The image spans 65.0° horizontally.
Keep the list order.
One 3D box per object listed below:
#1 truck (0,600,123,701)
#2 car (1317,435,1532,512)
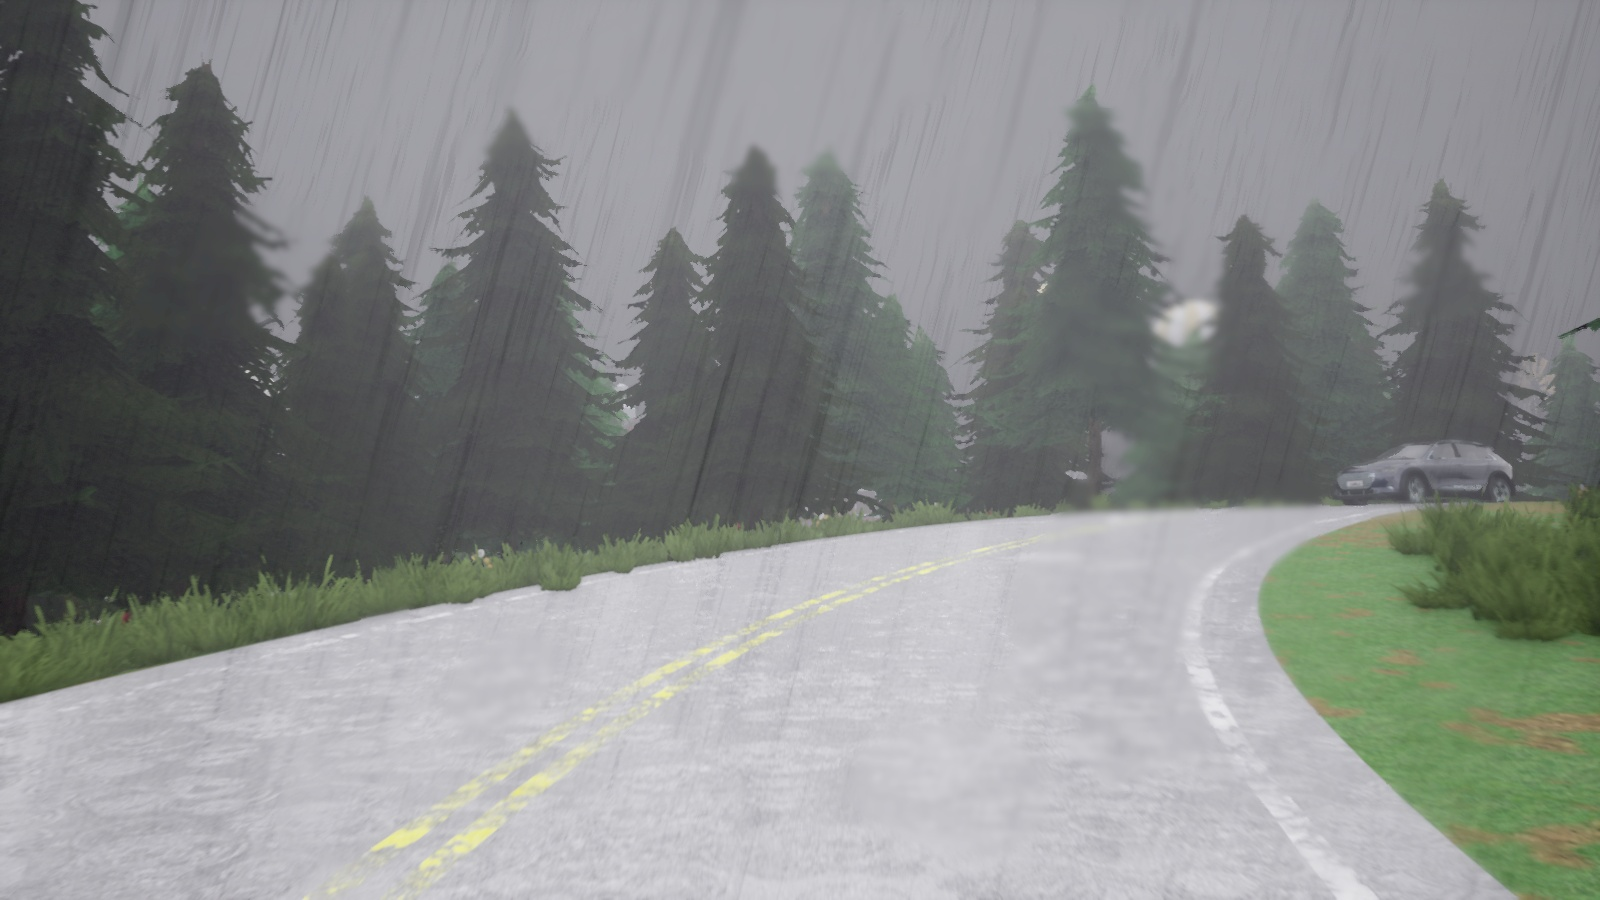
[{"bbox_3d":[-33.146,8.302,52.151,8.468,3.827,2.891,2,-4,-22],"label":"truck"},{"bbox_3d":[15.173,0.629,30.504,4.856,1.649,2.033,2,-5,-25],"label":"car"}]
